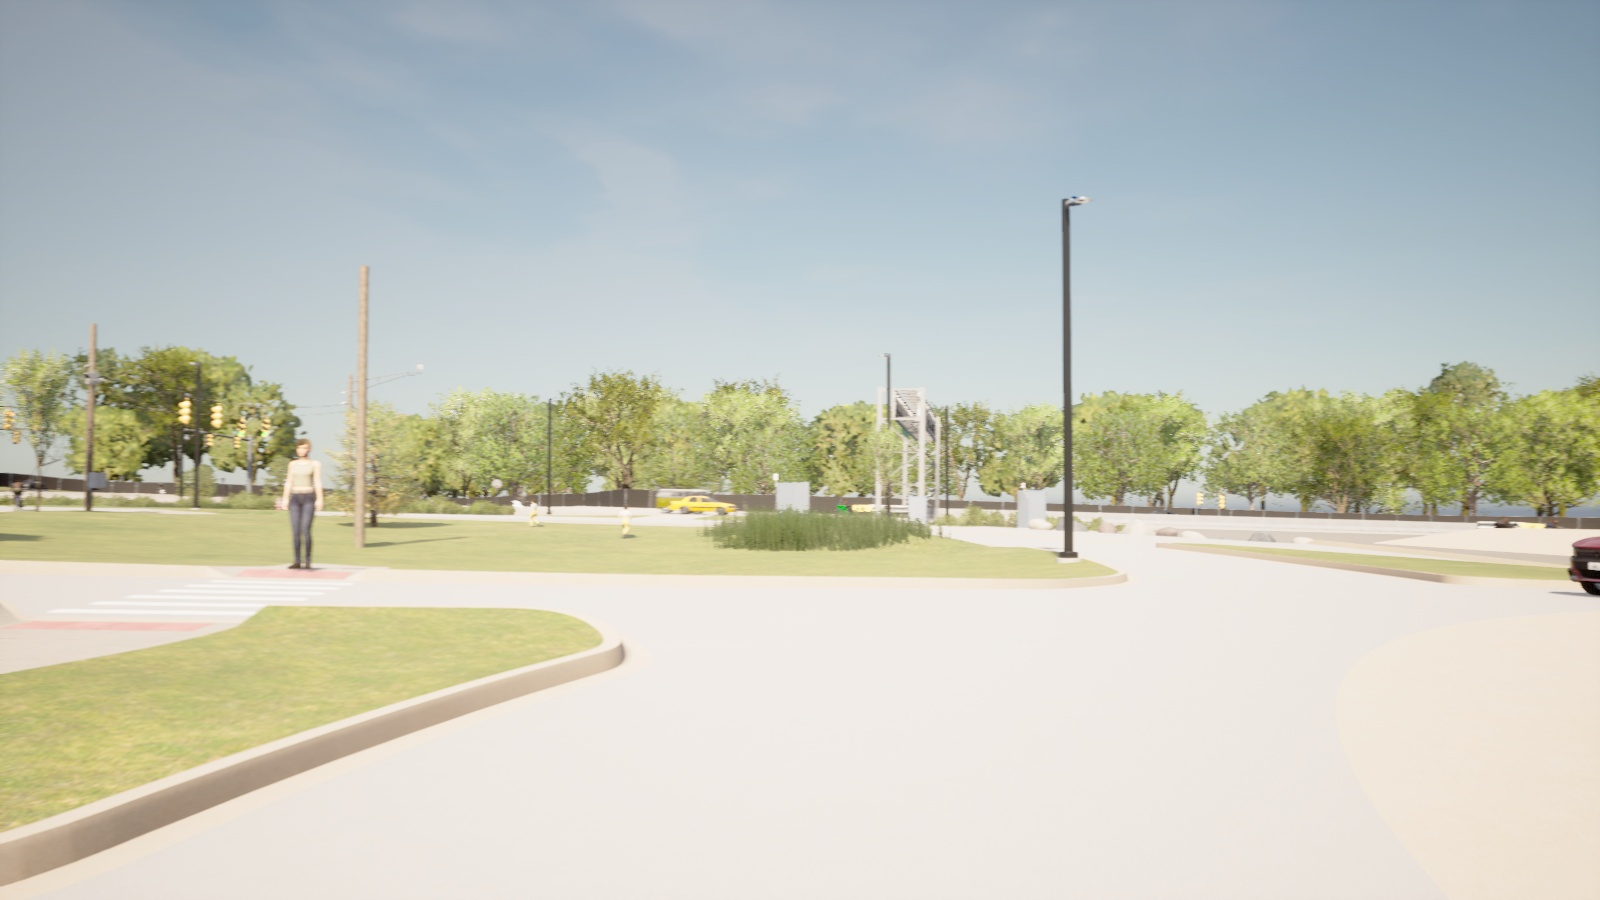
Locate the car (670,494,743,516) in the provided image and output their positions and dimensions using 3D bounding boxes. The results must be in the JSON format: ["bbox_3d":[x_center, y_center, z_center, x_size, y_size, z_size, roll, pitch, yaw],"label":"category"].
[{"bbox_3d":[-7.209,4.273,97.063,5.366,1.575,1.801,1,-2,8],"label":"car"}]

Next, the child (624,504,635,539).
[{"bbox_3d":[-6.112,2.556,45.100,0.270,1.263,0.437,-1,-3,12],"label":"child"}]

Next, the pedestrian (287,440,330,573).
[{"bbox_3d":[-6.907,0.797,17.664,0.345,1.836,0.594,0,-3,1],"label":"pedestrian"}]

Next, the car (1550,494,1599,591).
[{"bbox_3d":[15.163,1.587,20.590,5.008,1.535,1.882,3,-3,-13],"label":"car"}]

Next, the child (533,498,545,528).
[{"bbox_3d":[-11.003,2.670,52.943,0.437,1.263,0.270,-2,-3,27],"label":"child"}]
